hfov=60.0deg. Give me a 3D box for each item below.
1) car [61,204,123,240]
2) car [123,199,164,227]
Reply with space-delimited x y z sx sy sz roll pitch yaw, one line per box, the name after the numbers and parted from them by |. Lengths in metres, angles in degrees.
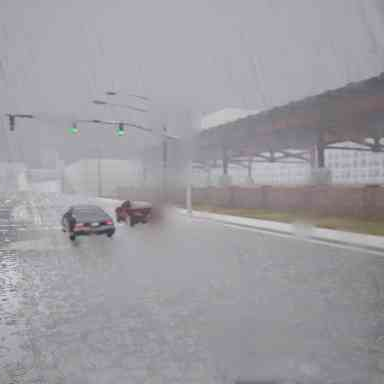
-5.074 1.336 15.836 2.033 1.411 5.357 -1 1 -26 | car
-3.321 1.175 20.179 1.882 1.535 5.008 -1 1 -26 | car
